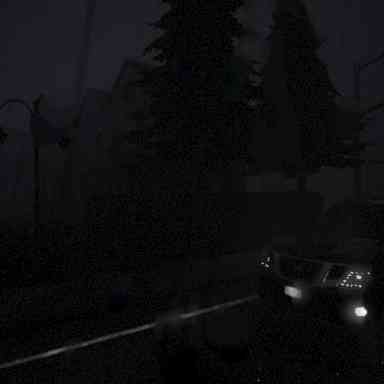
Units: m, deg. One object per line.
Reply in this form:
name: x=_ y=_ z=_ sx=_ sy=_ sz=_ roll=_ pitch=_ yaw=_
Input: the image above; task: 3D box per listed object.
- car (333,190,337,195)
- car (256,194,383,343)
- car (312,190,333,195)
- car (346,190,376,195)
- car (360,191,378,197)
car: x=29.187 y=0.451 z=72.689 sx=1.932 sy=1.855 sz=4.605 roll=-1 pitch=0 yaw=-36
car: x=3.794 y=1.157 z=6.636 sx=5.566 sy=2.045 sz=2.150 roll=0 pitch=0 yaw=-35
car: x=27.073 y=0.459 z=70.653 sx=1.905 sy=1.878 sz=3.866 roll=-1 pitch=0 yaw=-36
car: x=24.339 y=0.635 z=47.232 sx=1.932 sy=1.855 sz=4.605 roll=-1 pitch=0 yaw=-36
car: x=44.332 y=0.546 z=83.462 sx=1.845 sy=1.501 sz=3.633 roll=-1 pitch=0 yaw=-36
